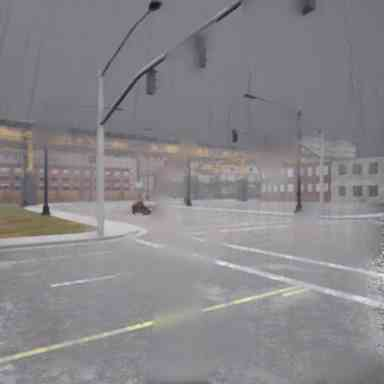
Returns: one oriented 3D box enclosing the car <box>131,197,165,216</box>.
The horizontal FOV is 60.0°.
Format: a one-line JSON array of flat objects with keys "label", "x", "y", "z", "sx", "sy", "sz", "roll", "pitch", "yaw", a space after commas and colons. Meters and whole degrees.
[{"label": "car", "x": -4.430, "y": 1.550, "z": 32.754, "sx": 1.812, "sy": 1.442, "sz": 4.674, "roll": 0, "pitch": 0, "yaw": -36}]
